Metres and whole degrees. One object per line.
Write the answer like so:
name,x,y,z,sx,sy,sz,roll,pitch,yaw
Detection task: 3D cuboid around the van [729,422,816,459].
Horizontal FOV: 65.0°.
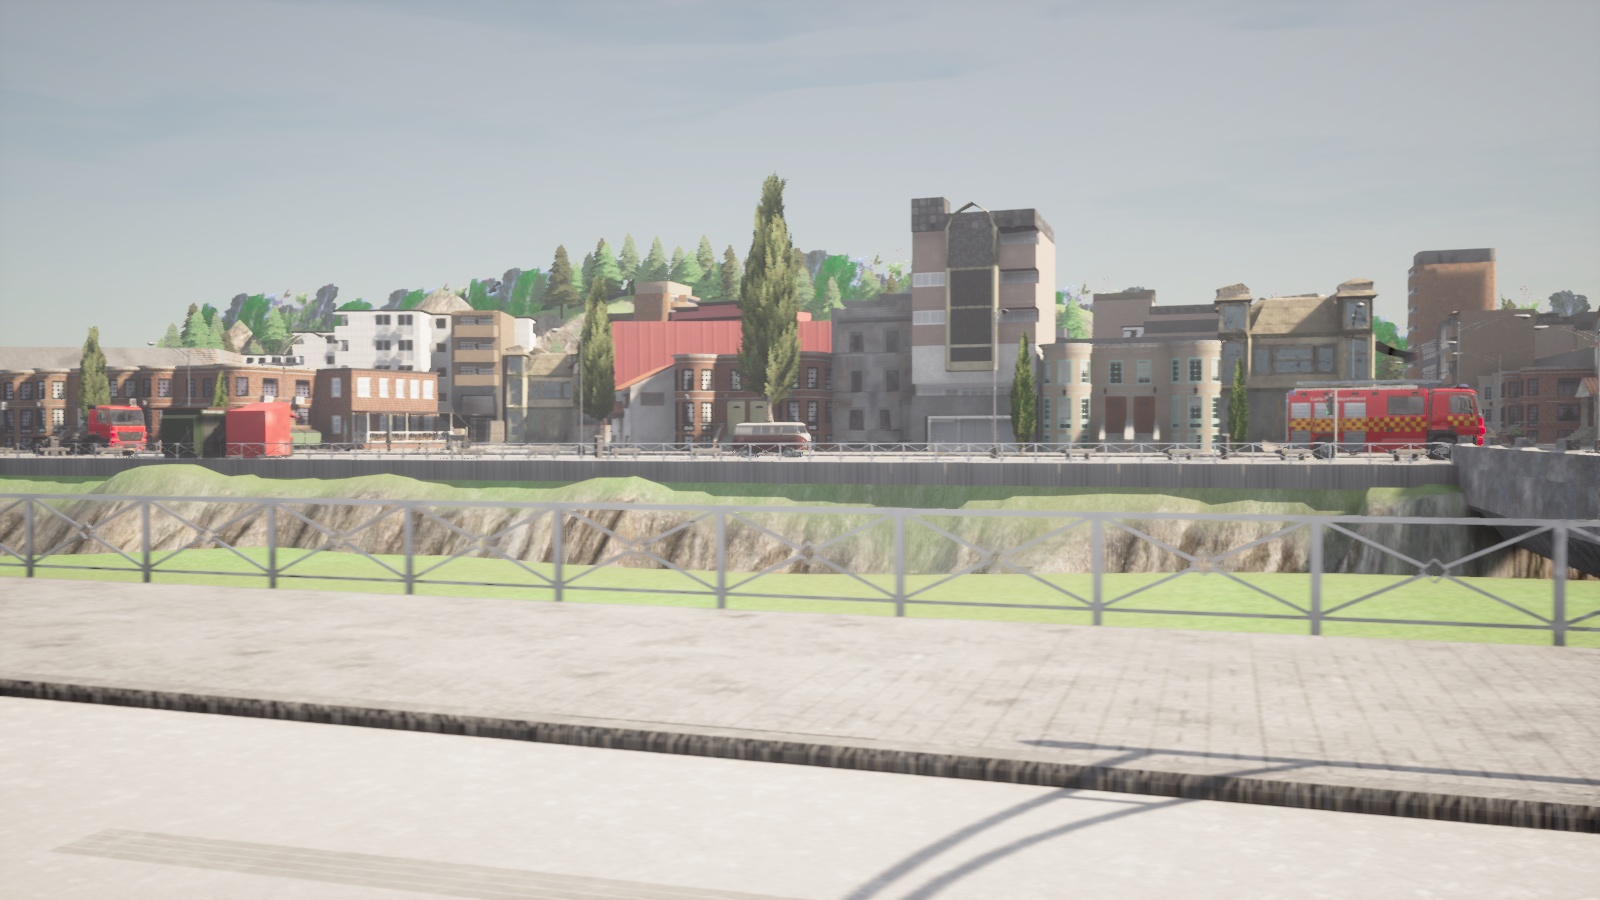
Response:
van,-1.513,-0.537,69.337,4.442,1.987,1.775,1,1,19

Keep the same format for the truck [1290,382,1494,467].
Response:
truck,27.763,-1.185,59.405,8.468,3.827,2.891,1,1,20

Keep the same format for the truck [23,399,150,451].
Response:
truck,-48.346,-1.700,85.067,7.936,3.462,2.891,1,1,19

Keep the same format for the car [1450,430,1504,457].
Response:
car,42.660,-0.437,79.194,2.242,1.667,4.611,1,1,19
